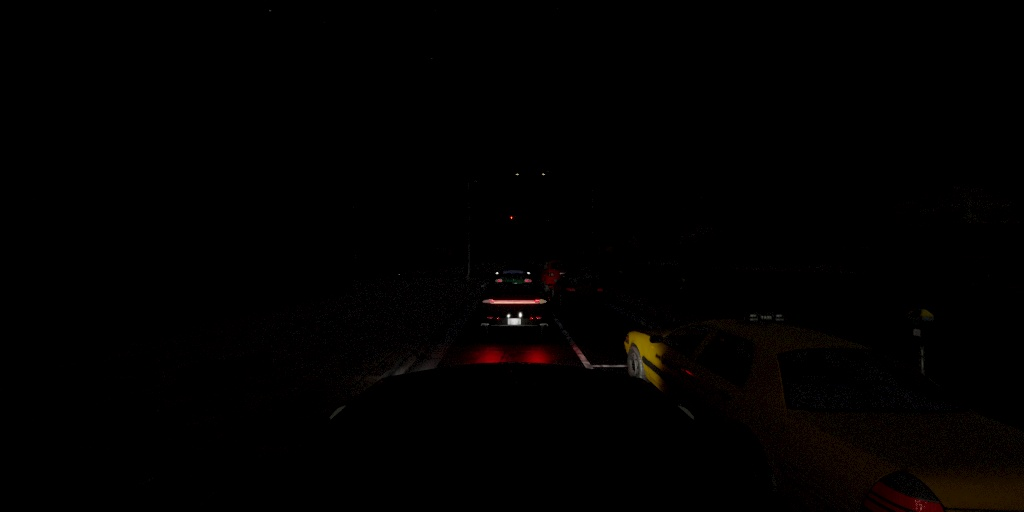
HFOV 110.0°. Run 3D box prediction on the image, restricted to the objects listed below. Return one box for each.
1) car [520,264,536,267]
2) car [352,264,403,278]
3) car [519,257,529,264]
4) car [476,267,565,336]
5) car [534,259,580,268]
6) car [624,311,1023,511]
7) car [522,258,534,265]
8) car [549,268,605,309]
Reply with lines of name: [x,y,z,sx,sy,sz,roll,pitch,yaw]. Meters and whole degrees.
car: [0.053,1.325,19.337,1.994,1.385,4.181,0,0,-1]
car: [-12.208,1.343,31.807,4.718,1.301,1.895,0,-1,0]
car: [2.721,1.403,62.960,1.888,1.381,4.507,0,0,0]
car: [0.077,1.245,10.393,2.128,1.511,4.902,0,0,1]
car: [2.663,1.076,20.219,2.192,1.841,5.009,0,0,0]
car: [2.642,1.276,4.042,1.751,1.417,4.829,0,0,0]
car: [2.699,1.356,46.648,1.888,1.381,4.507,0,0,0]
car: [2.656,1.338,14.770,1.802,1.307,4.207,0,0,0]
